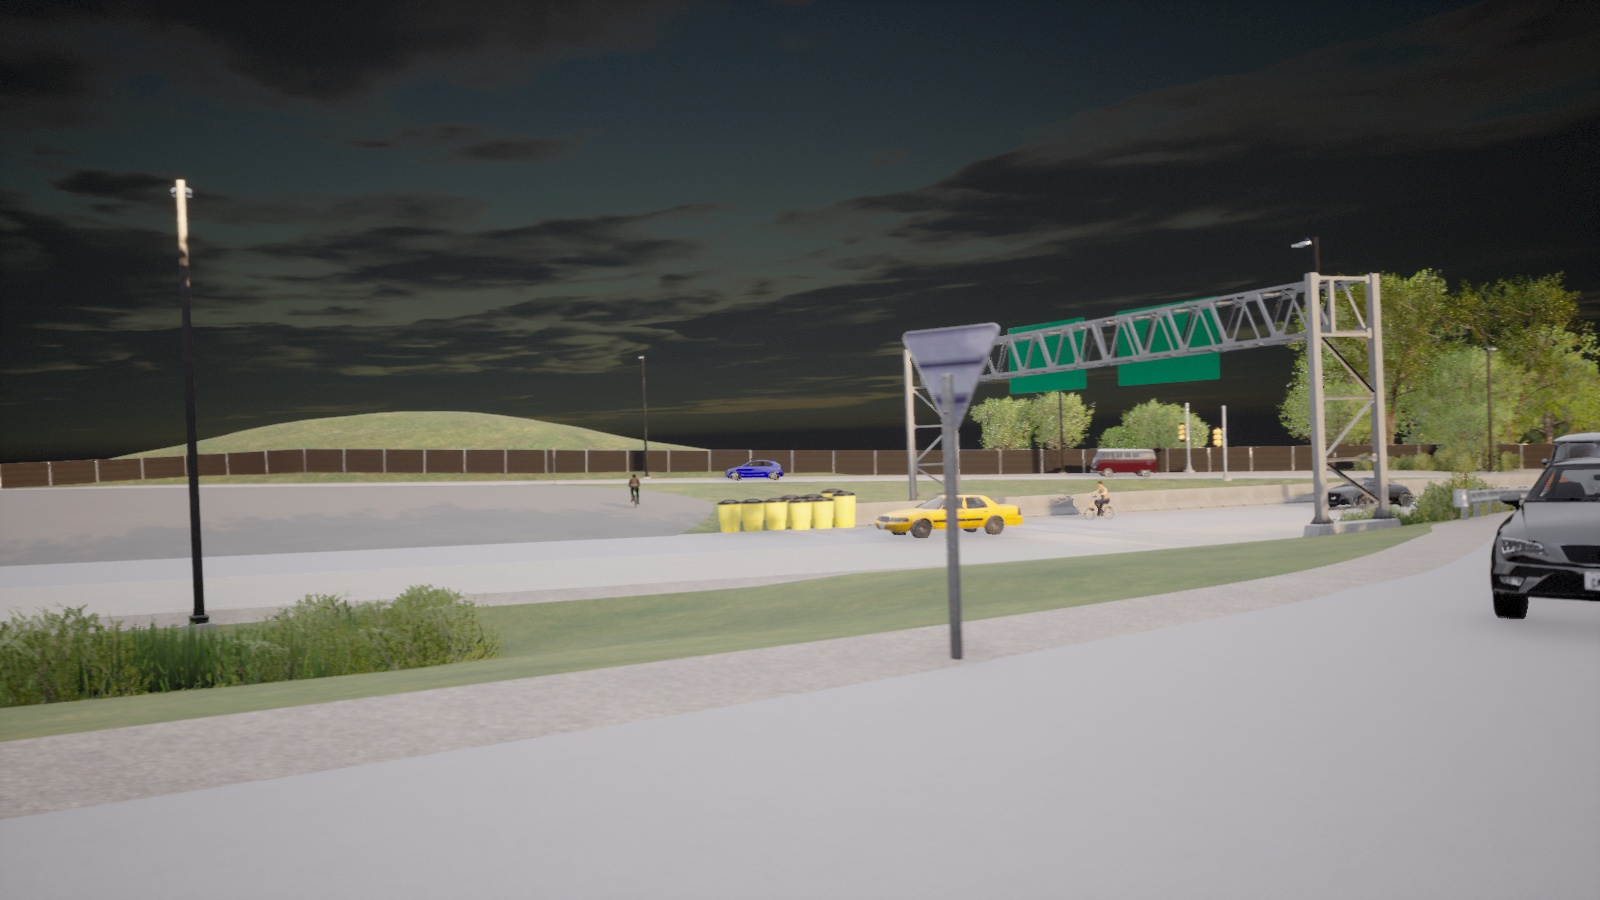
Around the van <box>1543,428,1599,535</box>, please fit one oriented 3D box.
[{"bbox_3d":[16.052,0.597,25.199,1.775,1.987,4.442,-1,-1,33],"label":"van"}]

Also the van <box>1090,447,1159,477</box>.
[{"bbox_3d":[22.648,0.824,87.768,4.442,1.987,1.775,-1,1,3],"label":"van"}]

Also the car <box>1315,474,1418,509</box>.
[{"bbox_3d":[25.716,1.847,57.009,4.181,1.385,1.994,-1,0,-24],"label":"car"}]

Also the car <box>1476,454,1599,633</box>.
[{"bbox_3d":[7.804,0.782,12.090,1.816,1.474,4.193,-1,-1,35],"label":"car"}]

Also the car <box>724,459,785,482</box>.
[{"bbox_3d":[-3.232,1.447,89.298,4.193,1.474,1.816,-1,1,3],"label":"car"}]

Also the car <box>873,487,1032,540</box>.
[{"bbox_3d":[5.402,2.186,44.307,5.366,1.575,1.801,-1,0,-24],"label":"car"}]

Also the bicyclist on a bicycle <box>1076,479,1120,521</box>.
[{"bbox_3d":[12.128,2.012,51.073,1.509,1.612,0.866,-1,0,-24],"label":"bicyclist on a bicycle"}]
